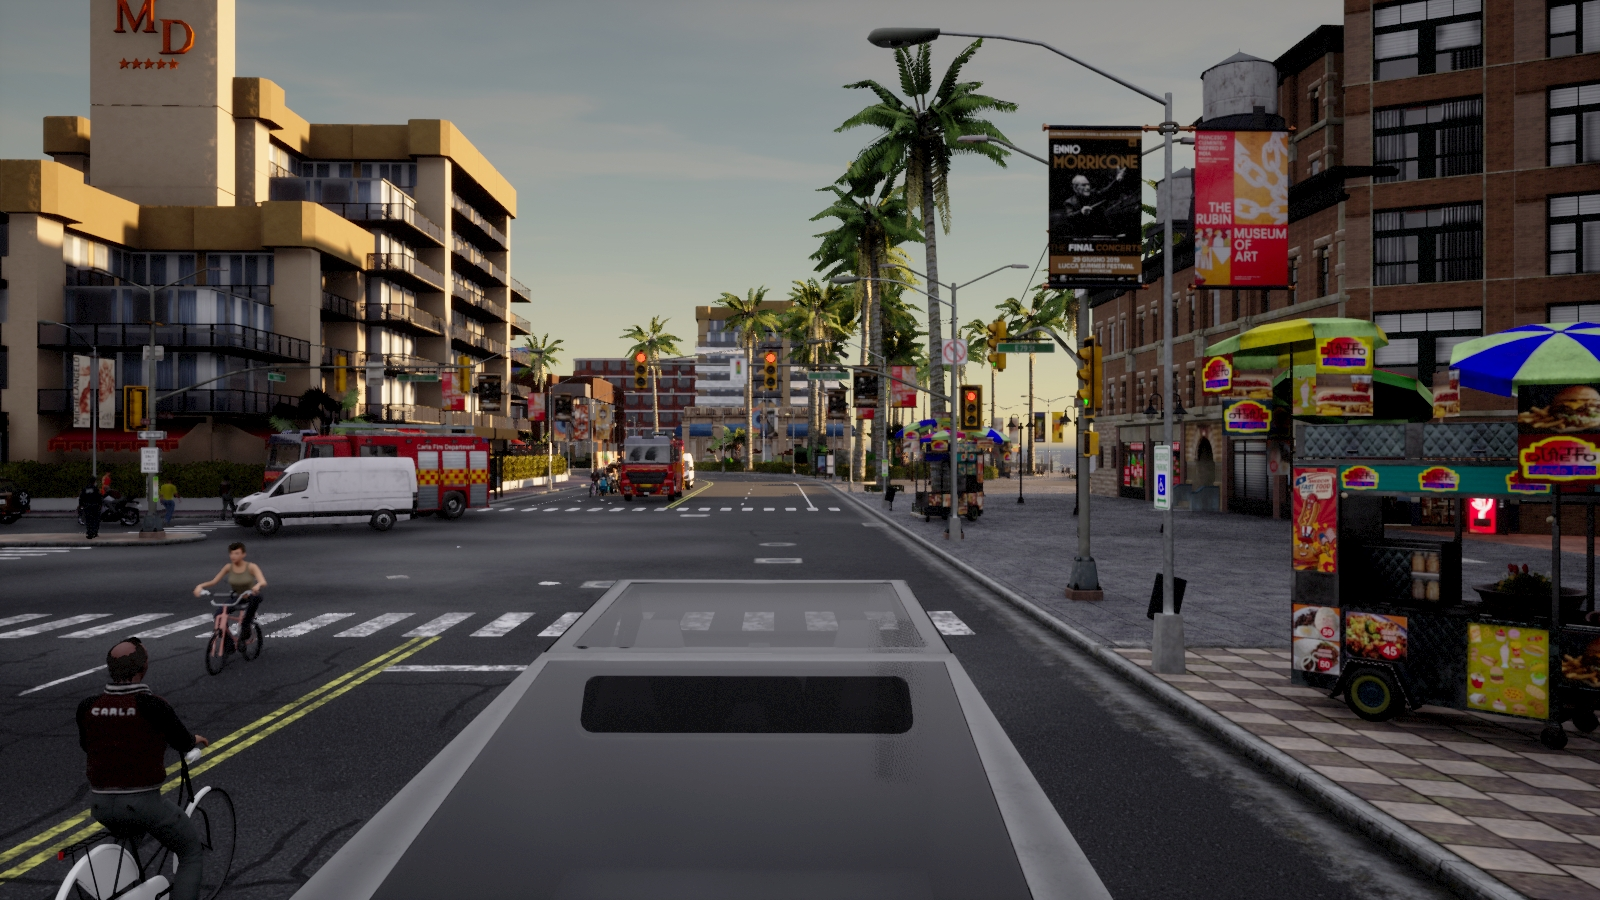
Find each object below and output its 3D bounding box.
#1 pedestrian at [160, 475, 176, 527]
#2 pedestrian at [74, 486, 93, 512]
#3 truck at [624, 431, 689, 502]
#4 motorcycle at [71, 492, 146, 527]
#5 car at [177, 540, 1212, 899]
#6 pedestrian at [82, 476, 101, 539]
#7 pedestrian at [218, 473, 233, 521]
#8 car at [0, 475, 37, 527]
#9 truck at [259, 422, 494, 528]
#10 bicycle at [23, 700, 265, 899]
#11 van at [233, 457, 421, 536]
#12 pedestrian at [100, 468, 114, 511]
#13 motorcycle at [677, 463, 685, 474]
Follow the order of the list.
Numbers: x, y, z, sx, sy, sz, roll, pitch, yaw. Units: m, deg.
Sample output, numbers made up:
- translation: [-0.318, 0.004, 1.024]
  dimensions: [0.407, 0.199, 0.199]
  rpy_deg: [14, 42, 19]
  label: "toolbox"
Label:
- translation: [-23.027, 1.848, 41.638]
  dimensions: [0.375, 1.860, 0.375]
  rpy_deg: [0, 0, -1]
  label: "pedestrian"
- translation: [-30.288, 2.077, 48.331]
  dimensions: [0.500, 1.100, 0.500]
  rpy_deg: [0, 0, -3]
  label: "pedestrian"
- translation: [-8.113, 0.890, 65.657]
  dimensions: [2.891, 3.827, 8.468]
  rpy_deg: [0, 0, -1]
  label: "truck"
- translation: [-25.598, 2.205, 42.324]
  dimensions: [2.209, 1.251, 0.867]
  rpy_deg: [0, 0, -5]
  label: "motorcycle"
- translation: [-0.214, 1.754, 5.773]
  dimensions: [2.390, 2.098, 6.274]
  rpy_deg: [0, 0, 1]
  label: "car"
- translation: [-21.026, 1.704, 33.921]
  dimensions: [0.375, 1.860, 0.375]
  rpy_deg: [0, 0, -10]
  label: "pedestrian"
- translation: [-22.516, 1.848, 44.770]
  dimensions: [0.375, 1.860, 0.375]
  rpy_deg: [0, 0, 7]
  label: "pedestrian"
- translation: [-31.074, 1.864, 42.073]
  dimensions: [4.605, 1.855, 1.932]
  rpy_deg: [0, 0, -2]
  label: "car"
- translation: [-16.585, 0.890, 45.386]
  dimensions: [2.891, 3.827, 8.468]
  rpy_deg: [0, 0, 40]
  label: "truck"
- translation: [-3.625, 2.210, 6.485]
  dimensions: [0.329, 1.171, 1.835]
  rpy_deg: [0, 0, 0]
  label: "bicycle"
- translation: [-16.445, 1.534, 39.816]
  dimensions: [5.915, 2.561, 1.988]
  rpy_deg: [0, 0, -27]
  label: "van"
- translation: [-29.746, 1.696, 49.035]
  dimensions: [0.375, 1.860, 0.375]
  rpy_deg: [0, 0, 3]
  label: "pedestrian"
- translation: [-14.189, 2.182, 136.549]
  dimensions: [0.856, 1.236, 1.805]
  rpy_deg: [0, 0, -1]
  label: "motorcycle"
